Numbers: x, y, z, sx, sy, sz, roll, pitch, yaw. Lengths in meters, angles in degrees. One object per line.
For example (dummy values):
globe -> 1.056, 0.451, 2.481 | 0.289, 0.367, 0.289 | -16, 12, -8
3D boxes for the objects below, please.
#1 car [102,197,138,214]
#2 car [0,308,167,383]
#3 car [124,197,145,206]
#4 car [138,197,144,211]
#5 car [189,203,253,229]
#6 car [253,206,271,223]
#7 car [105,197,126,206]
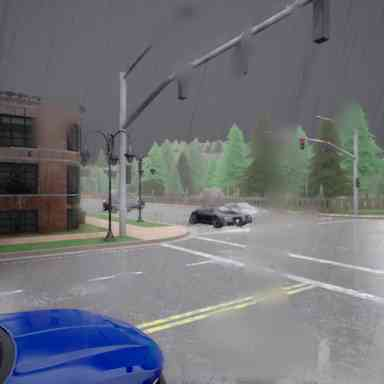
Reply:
car -> -8.141, 1.491, 35.672 | 2.128, 1.511, 4.902 | 0, 0, -35
car -> -2.486, 1.478, 1.968 | 5.008, 1.535, 1.882 | 0, 0, -36
car -> -9.813, 1.526, 56.679 | 1.812, 1.442, 4.674 | 0, 0, -35
car -> -7.637, 1.506, 41.104 | 1.837, 1.490, 4.892 | 0, 0, -35
car -> 1.600, 1.564, 21.708 | 1.994, 1.385, 4.181 | 0, 0, -35
car -> 3.726, 1.526, 24.769 | 1.812, 1.442, 4.674 | 0, 0, -35
car -> -12.611, 1.564, 54.573 | 1.994, 1.385, 4.181 | 0, 0, -35
